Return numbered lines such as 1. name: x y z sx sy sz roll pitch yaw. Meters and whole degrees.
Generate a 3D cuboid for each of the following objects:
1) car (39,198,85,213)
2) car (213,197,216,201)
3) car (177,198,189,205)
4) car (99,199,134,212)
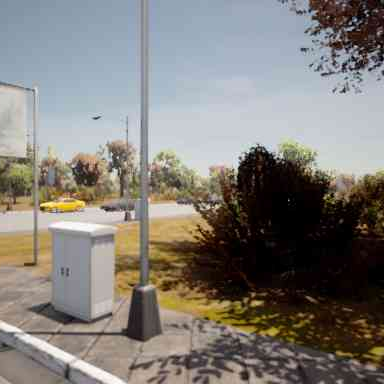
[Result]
1. car: -13.823 1.409 35.562 1.882 1.535 5.008 0 0 33
2. car: 3.899 1.473 56.125 2.033 1.411 5.357 0 0 33
3. car: -0.749 1.485 55.463 1.994 1.385 4.181 0 0 34
4. car: -7.995 1.483 38.092 2.033 1.411 5.357 0 0 33
